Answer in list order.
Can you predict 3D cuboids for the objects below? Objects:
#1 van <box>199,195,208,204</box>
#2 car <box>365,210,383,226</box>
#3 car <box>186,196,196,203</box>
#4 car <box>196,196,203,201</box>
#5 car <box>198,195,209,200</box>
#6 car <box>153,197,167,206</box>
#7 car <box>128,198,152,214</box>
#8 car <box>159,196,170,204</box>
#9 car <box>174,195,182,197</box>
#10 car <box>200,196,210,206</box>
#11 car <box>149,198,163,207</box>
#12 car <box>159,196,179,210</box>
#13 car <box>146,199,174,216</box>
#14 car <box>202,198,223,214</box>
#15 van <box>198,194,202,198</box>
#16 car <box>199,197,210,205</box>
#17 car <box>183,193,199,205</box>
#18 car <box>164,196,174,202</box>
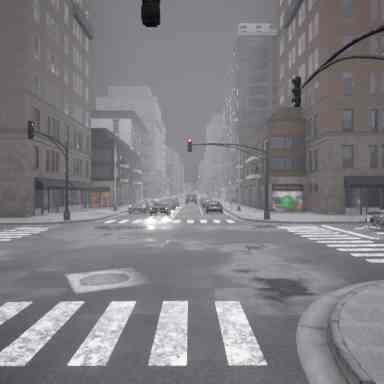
[{"bbox_3d":[2.421,1.453,69.182,1.690,1.788,3.998,0,0,0],"label":"van"},{"bbox_3d":[13.382,1.442,20.628,4.902,1.511,2.128,0,0,0],"label":"car"},{"bbox_3d":[-0.200,1.678,73.680,1.994,1.385,4.181,0,0,0],"label":"car"},{"bbox_3d":[2.050,1.698,90.086,1.812,1.442,4.674,0,0,0],"label":"car"},{"bbox_3d":[2.390,1.637,52.650,1.947,1.339,4.313,0,0,0],"label":"car"},{"bbox_3d":[-5.624,1.634,58.175,2.008,1.369,4.403,0,0,0],"label":"car"},{"bbox_3d":[-5.665,1.480,36.132,1.967,1.590,4.097,0,0,0],"label":"car"},{"bbox_3d":[-5.604,1.552,69.197,1.967,1.590,4.097,0,0,0],"label":"car"},{"bbox_3d":[-3.084,1.636,53.432,1.994,1.385,4.181,0,0,0],"label":"car"},{"bbox_3d":[2.380,1.641,47.139,1.802,1.307,4.206,0,0,0],"label":"car"},{"bbox_3d":[-5.634,1.653,52.664,1.802,1.307,4.206,0,0,0],"label":"car"},{"bbox_3d":[-3.110,1.617,43.473,1.994,1.385,4.181,0,0,1],"label":"car"},{"bbox_3d":[-3.133,1.637,33.495,1.895,1.301,4.718,0,0,0],"label":"car"},{"bbox_3d":[2.360,1.606,36.117,1.947,1.339,4.313,0,0,0],"label":"car"},{"bbox_3d":[2.401,1.424,58.161,1.690,1.788,3.998,0,0,0],"label":"van"},{"bbox_3d":[2.411,1.647,63.671,2.008,1.369,4.403,0,0,0],"label":"car"},{"bbox_3d":[-0.124,1.316,63.312,2.150,2.045,5.566,0,0,0],"label":"car"},{"bbox_3d":[-5.583,1.694,80.218,2.008,1.369,4.403,0,0,0],"label":"car"}]
